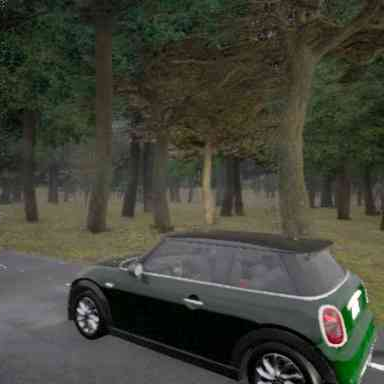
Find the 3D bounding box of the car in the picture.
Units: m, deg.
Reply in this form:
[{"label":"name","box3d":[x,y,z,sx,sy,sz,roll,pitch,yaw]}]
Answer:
[{"label":"car","box3d":[0.144,1.360,5.057,4.553,1.767,2.097,0,0,36]}]
